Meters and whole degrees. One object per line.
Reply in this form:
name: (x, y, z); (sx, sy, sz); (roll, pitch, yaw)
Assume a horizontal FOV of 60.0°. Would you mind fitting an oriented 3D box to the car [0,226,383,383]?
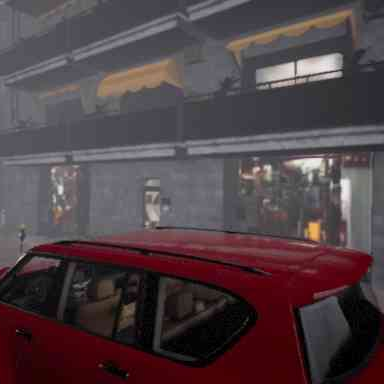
car: (-0.691, 1.302, 3.349); (5.009, 1.841, 2.192); (0, 1, 35)
